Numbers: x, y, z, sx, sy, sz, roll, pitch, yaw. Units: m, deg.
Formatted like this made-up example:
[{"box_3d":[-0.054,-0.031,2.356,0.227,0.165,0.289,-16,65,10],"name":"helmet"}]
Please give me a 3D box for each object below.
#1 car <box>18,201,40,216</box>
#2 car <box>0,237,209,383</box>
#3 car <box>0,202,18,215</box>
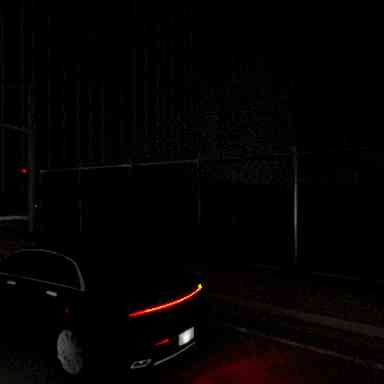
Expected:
[{"box_3d":[-13.892,1.339,32.315,2.097,1.767,4.553,0,0,36],"name":"car"},{"box_3d":[-2.038,1.511,5.453,4.892,1.490,1.837,0,0,36],"name":"car"},{"box_3d":[-18.440,1.593,31.982,1.895,1.301,4.718,0,0,36],"name":"car"}]
